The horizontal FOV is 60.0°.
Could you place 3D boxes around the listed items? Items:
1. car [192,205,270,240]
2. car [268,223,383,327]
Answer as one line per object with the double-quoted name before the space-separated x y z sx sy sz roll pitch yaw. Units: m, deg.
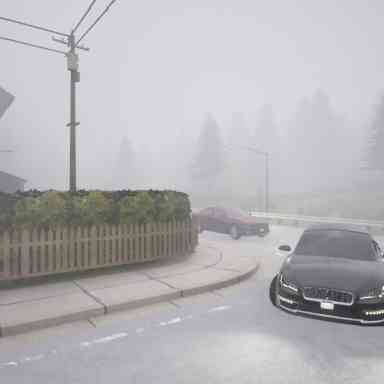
"car" 1.870 1.477 17.440 1.882 1.535 5.008 0 0 -33
"car" 3.168 1.505 7.304 1.837 1.490 4.892 0 0 27
